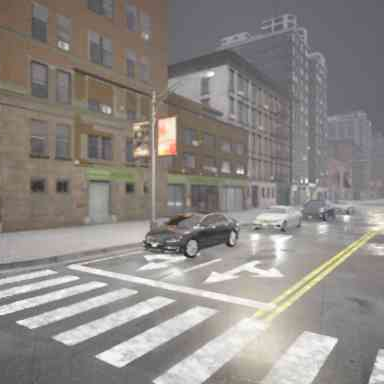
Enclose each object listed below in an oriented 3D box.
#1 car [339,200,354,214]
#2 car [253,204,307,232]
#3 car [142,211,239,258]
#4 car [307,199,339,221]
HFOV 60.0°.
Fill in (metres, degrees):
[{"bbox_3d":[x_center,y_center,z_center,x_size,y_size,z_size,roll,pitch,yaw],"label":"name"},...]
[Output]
[{"bbox_3d":[16.446,1.622,36.437,1.812,1.442,4.674,0,0,35],"label":"car"},{"bbox_3d":[5.430,1.573,20.714,1.812,1.442,4.674,0,0,35],"label":"car"},{"bbox_3d":[0.135,1.532,13.114,1.837,1.490,4.892,0,0,36],"label":"car"},{"bbox_3d":[10.608,1.421,28.116,2.097,1.767,4.553,0,0,35],"label":"car"}]
